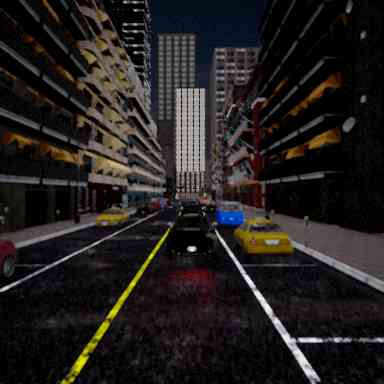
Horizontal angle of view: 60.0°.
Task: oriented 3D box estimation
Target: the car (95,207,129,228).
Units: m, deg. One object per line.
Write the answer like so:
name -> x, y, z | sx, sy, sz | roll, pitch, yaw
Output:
car -> -5.704, 1.777, 24.146 | 1.752, 1.417, 4.829 | 0, -1, 0

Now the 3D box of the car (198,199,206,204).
car -> 2.666, 2.508, 90.581 | 1.887, 1.381, 4.507 | -1, -1, 0

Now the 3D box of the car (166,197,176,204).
car -> -5.717, 2.279, 90.595 | 2.192, 1.841, 5.009 | -1, -1, 0

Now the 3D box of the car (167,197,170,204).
car -> -5.711, 2.103, 62.979 | 1.967, 1.590, 4.097 | -1, -1, 0

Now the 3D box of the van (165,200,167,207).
van -> -5.711, 1.945, 57.457 | 1.690, 1.788, 3.998 | -1, -1, 0

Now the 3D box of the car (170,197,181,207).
car -> -3.030, 2.041, 65.362 | 2.097, 1.767, 4.553 | 0, -1, 0

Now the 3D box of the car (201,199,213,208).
car -> 2.674, 2.036, 46.396 | 2.008, 1.369, 4.403 | -1, -1, 0

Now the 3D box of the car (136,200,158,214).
car -> -5.706, 1.993, 40.884 | 1.947, 1.339, 4.313 | 0, -1, 0

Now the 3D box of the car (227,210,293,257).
car -> 2.679, 1.665, 13.428 | 1.752, 1.417, 4.829 | 0, -1, 0

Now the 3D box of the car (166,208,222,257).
car -> 0.019, 1.647, 13.501 | 1.837, 1.490, 4.892 | 0, 0, 0

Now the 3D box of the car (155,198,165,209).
car -> -5.708, 2.089, 51.932 | 1.887, 1.381, 4.507 | 0, -1, 0

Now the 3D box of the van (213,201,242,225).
van -> 2.676, 1.594, 24.307 | 1.690, 1.788, 3.998 | -1, -1, 0

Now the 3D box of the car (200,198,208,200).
car -> 2.673, 2.095, 51.919 | 2.008, 1.369, 4.403 | -1, -1, 0

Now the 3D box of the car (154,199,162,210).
car -> -5.707, 2.030, 46.408 | 1.887, 1.381, 4.507 | 0, -1, 0

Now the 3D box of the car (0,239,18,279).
car -> -5.700, 1.663, 7.746 | 1.802, 1.307, 4.206 | 0, -1, 0

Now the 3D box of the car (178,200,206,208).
car -> 0.023, 1.782, 29.231 | 1.882, 1.535, 5.008 | 0, 0, 0
